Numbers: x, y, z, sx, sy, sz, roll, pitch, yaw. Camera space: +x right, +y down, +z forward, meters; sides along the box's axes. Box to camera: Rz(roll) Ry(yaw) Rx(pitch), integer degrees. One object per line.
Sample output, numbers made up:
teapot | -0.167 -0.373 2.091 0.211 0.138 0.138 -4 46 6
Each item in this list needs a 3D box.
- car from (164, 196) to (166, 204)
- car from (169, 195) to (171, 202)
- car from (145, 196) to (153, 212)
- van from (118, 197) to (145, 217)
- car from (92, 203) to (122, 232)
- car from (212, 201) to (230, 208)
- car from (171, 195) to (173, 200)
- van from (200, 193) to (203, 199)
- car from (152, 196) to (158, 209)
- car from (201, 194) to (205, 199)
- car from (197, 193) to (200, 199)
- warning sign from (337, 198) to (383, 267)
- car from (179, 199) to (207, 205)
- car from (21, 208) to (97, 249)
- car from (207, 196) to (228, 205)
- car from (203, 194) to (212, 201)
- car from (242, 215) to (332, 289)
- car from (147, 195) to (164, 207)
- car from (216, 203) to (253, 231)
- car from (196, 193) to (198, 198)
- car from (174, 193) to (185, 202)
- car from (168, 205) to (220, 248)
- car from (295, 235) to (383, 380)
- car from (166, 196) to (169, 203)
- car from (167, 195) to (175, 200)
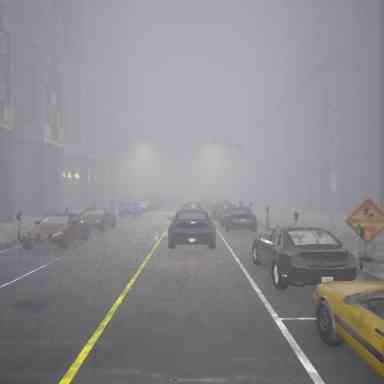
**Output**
car | -5.765 1.589 53.766 1.802 1.307 4.206 0 0 0
car | -5.765 1.563 64.970 2.008 1.369 4.403 0 0 0
car | -5.765 1.528 36.790 1.752 1.417 4.829 0 0 0
van | -5.765 1.343 31.358 1.690 1.788 3.998 0 0 0
car | -5.764 1.582 20.153 1.802 1.307 4.206 0 0 0
car | 2.761 1.583 25.772 1.802 1.307 4.206 0 0 0
car | -5.765 1.582 70.572 1.947 1.339 4.313 0 0 0
van | 2.760 1.351 59.382 1.690 1.788 3.998 0 0 0
car | -5.764 1.586 42.561 1.802 1.307 4.206 0 0 0
car | 2.760 1.533 53.950 1.752 1.417 4.829 0 0 0
car | 2.759 1.331 70.585 2.192 1.841 5.009 0 0 0
warning sign | 5.070 1.115 9.616 1.300 1.860 1.060 0 0 0
car | 0.000 1.575 29.651 1.994 1.385 4.181 0 0 0
car | -5.764 1.582 14.551 1.802 1.307 4.206 0 0 0
car | 2.760 1.442 31.373 1.967 1.590 4.097 0 0 0
car | 2.760 1.444 42.576 1.967 1.590 4.097 0 0 0
car | 2.761 1.550 8.966 2.008 1.369 4.403 0 0 0
car | -5.765 1.321 48.164 2.192 1.841 5.009 0 0 0
car | 2.761 1.566 20.170 1.947 1.339 4.313 0 0 0
car | 2.759 1.339 81.788 2.192 1.841 5.009 0 0 0
car | -3.000 1.503 76.709 2.033 1.411 5.357 0 0 0
car | 0.000 1.517 14.651 1.837 1.490 4.892 0 0 0
car | 2.761 1.525 3.535 1.752 1.417 4.829 0 0 0
car | -5.765 1.450 59.368 1.967 1.590 4.097 0 0 0
car | -5.765 1.580 92.981 1.887 1.381 4.507 0 0 0
